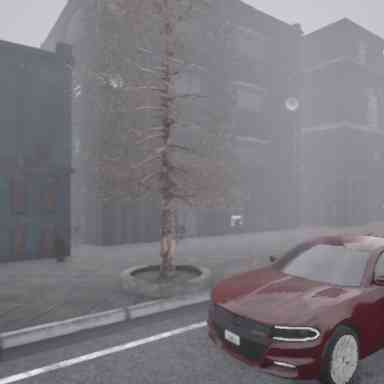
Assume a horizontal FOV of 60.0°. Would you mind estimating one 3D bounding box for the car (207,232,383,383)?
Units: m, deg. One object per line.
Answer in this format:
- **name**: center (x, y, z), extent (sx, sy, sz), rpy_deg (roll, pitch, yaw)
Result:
- **car**: center (2.524, 1.489, 5.470), extent (5.008, 1.535, 1.882), rpy_deg (0, 0, -35)
